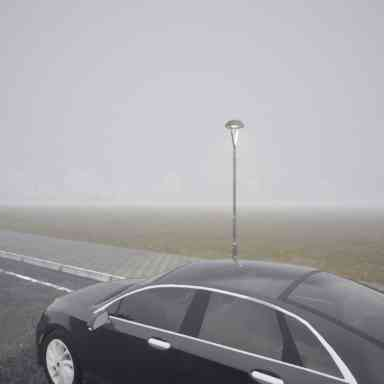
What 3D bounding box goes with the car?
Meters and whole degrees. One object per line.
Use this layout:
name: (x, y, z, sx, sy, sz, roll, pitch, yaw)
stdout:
car: (0.263, 1.506, 3.522, 4.892, 1.490, 1.837, 0, 0, 36)
